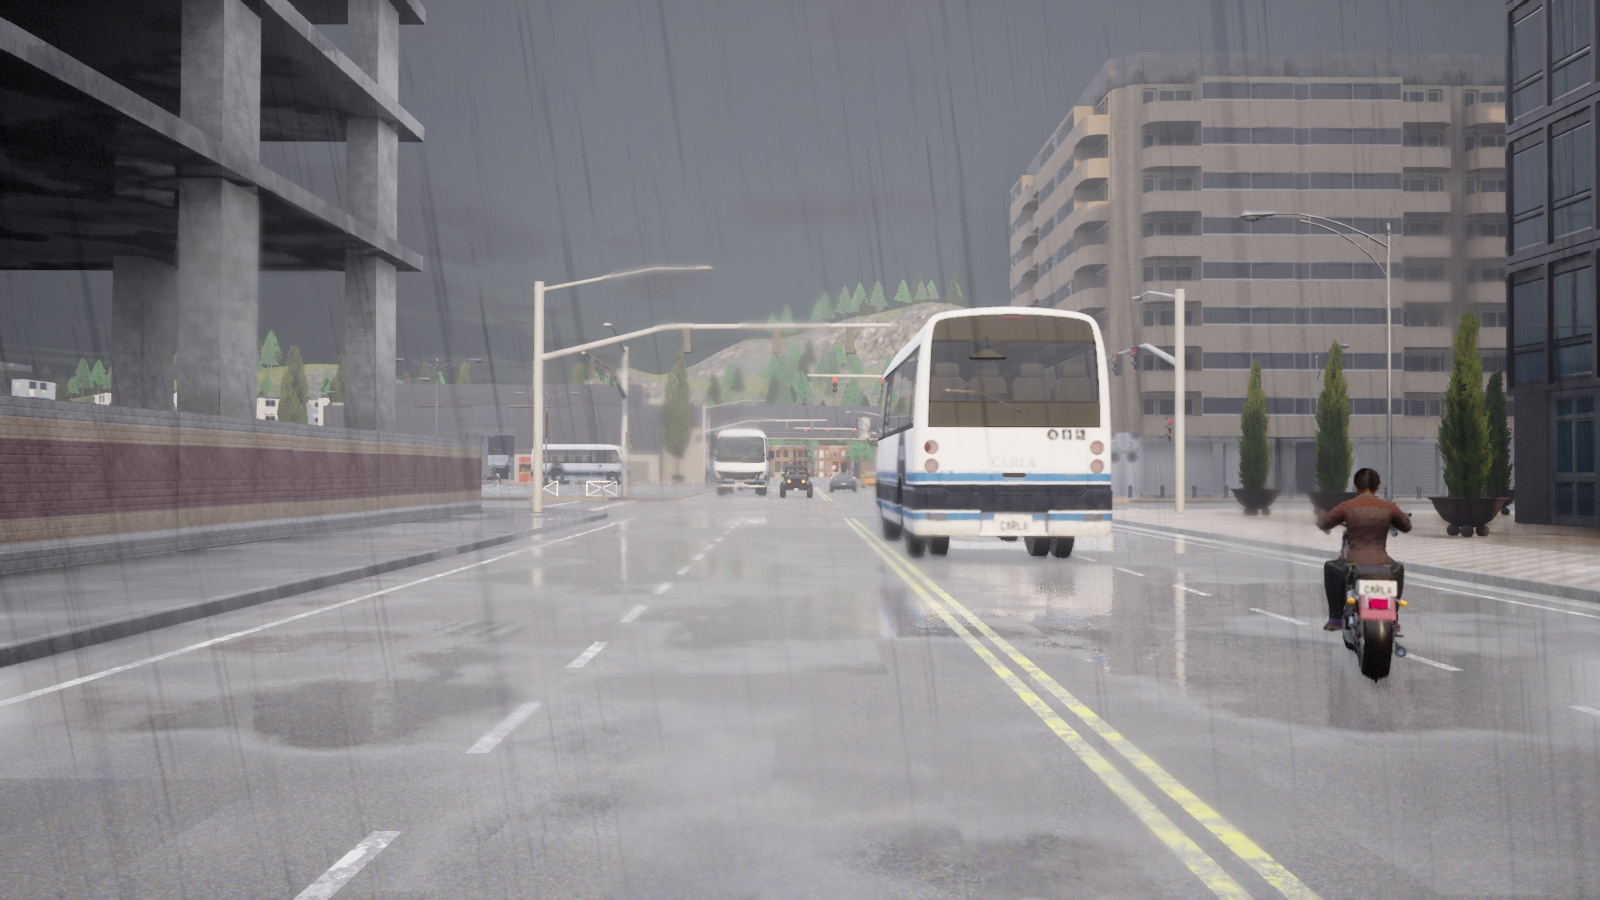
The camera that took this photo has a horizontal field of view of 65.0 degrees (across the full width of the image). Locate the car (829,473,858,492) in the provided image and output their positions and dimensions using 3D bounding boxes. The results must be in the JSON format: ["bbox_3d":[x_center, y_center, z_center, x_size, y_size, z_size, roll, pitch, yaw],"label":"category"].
[{"bbox_3d":[3.244,2.435,93.710,1.994,1.385,4.181,0,-1,0],"label":"car"}]

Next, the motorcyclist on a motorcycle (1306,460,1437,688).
[{"bbox_3d":[4.633,0.919,10.316,0.766,1.649,2.350,0,-1,19],"label":"motorcyclist on a motorcycle"}]

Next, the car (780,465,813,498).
[{"bbox_3d":[-0.204,1.853,74.108,1.905,1.878,3.866,0,-1,0],"label":"car"}]

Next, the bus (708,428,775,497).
[{"bbox_3d":[-3.732,0.839,82.726,3.944,4.253,10.273,0,-1,0],"label":"bus"}]

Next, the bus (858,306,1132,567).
[{"bbox_3d":[3.424,-0.146,25.655,3.944,4.253,10.273,0,-1,0],"label":"bus"}]
